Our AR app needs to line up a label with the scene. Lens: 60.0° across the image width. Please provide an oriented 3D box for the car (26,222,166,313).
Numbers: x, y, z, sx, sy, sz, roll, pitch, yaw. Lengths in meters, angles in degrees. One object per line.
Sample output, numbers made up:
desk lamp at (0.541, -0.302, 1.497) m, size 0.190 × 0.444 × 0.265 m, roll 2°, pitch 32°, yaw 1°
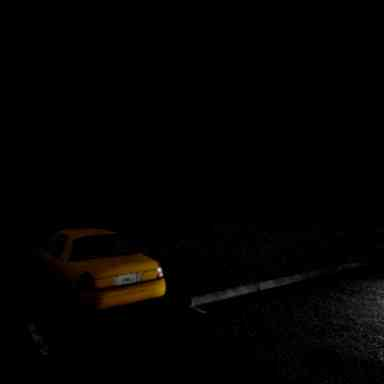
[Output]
car at (-2.592, 1.481, 7.825) m, size 1.946 × 1.575 × 5.366 m, roll 0°, pitch 0°, yaw -36°
